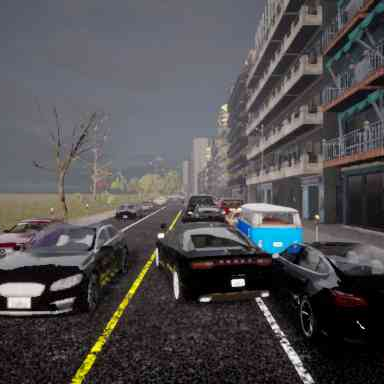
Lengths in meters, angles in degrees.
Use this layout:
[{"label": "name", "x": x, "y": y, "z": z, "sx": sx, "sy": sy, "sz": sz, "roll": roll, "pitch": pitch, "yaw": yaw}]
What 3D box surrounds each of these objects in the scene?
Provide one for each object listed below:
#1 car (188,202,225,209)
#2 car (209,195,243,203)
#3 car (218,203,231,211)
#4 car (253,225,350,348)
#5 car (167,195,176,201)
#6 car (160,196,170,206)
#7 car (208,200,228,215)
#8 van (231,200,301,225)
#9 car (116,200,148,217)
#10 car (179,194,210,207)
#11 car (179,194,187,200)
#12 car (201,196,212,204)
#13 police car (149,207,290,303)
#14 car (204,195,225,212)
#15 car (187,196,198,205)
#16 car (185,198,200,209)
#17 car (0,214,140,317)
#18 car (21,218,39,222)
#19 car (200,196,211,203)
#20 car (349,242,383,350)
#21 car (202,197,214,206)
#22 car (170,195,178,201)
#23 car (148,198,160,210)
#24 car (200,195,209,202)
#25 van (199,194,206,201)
[{"label": "car", "x": 0.862, "y": 1.509, "z": 18.631, "sx": 1.837, "sy": 1.490, "sz": 4.892, "roll": 0, "pitch": 0, "yaw": 0}, {"label": "car", "x": 2.623, "y": 1.320, "z": 23.224, "sx": 2.192, "sy": 1.841, "sz": 5.009, "roll": 1, "pitch": 0, "yaw": 0}, {"label": "car", "x": 2.610, "y": 1.529, "z": 17.733, "sx": 1.752, "sy": 1.417, "sz": 4.829, "roll": 1, "pitch": 0, "yaw": 0}, {"label": "car", "x": 2.586, "y": 1.567, "z": 6.240, "sx": 1.947, "sy": 1.339, "sz": 4.313, "roll": 1, "pitch": 0, "yaw": 0}, {"label": "car", "x": -5.137, "y": 1.578, "z": 84.908, "sx": 2.008, "sy": 1.369, "sz": 4.403, "roll": 1, "pitch": 0, "yaw": 0}, {"label": "car", "x": -5.193, "y": 1.541, "z": 56.468, "sx": 1.752, "sy": 1.417, "sz": 4.829, "roll": 1, "pitch": 0, "yaw": 0}, {"label": "car", "x": 2.643, "y": 1.590, "z": 34.546, "sx": 1.802, "sy": 1.307, "sz": 4.206, "roll": 1, "pitch": 0, "yaw": 0}, {"label": "van", "x": 2.600, "y": 1.344, "z": 11.902, "sx": 1.690, "sy": 1.788, "sz": 3.998, "roll": 1, "pitch": 0, "yaw": 0}, {"label": "car", "x": -5.250, "y": 1.572, "z": 28.368, "sx": 1.947, "sy": 1.339, "sz": 4.313, "roll": 1, "pitch": 0, "yaw": 0}, {"label": "car", "x": 0.431, "y": 1.225, "z": 24.572, "sx": 2.150, "sy": 2.045, "sz": 5.566, "roll": 0, "pitch": 0, "yaw": -5}, {"label": "car", "x": -2.563, "y": 1.383, "z": 93.142, "sx": 2.097, "sy": 1.767, "sz": 4.553, "roll": 0, "pitch": 0, "yaw": 0}, {"label": "car", "x": 2.700, "y": 1.543, "z": 63.021, "sx": 1.752, "sy": 1.417, "sz": 4.829, "roll": 1, "pitch": 0, "yaw": 0}, {"label": "police car", "x": 0.225, "y": 1.427, "z": 8.486, "sx": 1.930, "sy": 1.638, "sz": 5.238, "roll": 0, "pitch": 0, "yaw": -14}, {"label": "car", "x": 2.657, "y": 1.324, "z": 40.207, "sx": 2.192, "sy": 1.841, "sz": 5.009, "roll": 1, "pitch": 0, "yaw": 0}, {"label": "car", "x": 0.121, "y": 1.542, "z": 60.247, "sx": 1.812, "sy": 1.442, "sz": 4.674, "roll": 0, "pitch": 0, "yaw": 0}, {"label": "car", "x": 0.106, "y": 1.559, "z": 46.467, "sx": 2.033, "sy": 1.411, "sz": 5.357, "roll": 0, "pitch": 0, "yaw": 1}, {"label": "car", "x": -2.734, "y": 1.493, "z": 7.725, "sx": 2.128, "sy": 1.511, "sz": 4.902, "roll": 0, "pitch": 0, "yaw": 0}, {"label": "car", "x": -5.284, "y": 1.585, "z": 11.406, "sx": 1.802, "sy": 1.307, "sz": 4.206, "roll": 1, "pitch": 0, "yaw": 0}, {"label": "car", "x": 2.711, "y": 1.570, "z": 68.511, "sx": 2.008, "sy": 1.369, "sz": 4.403, "roll": 1, "pitch": 0, "yaw": 0}, {"label": "car", "x": 2.578, "y": 1.315, "z": 0.580, "sx": 2.192, "sy": 1.841, "sz": 5.009, "roll": 1, "pitch": 0, "yaw": 0}, {"label": "car", "x": 2.689, "y": 1.541, "z": 57.360, "sx": 1.752, "sy": 1.417, "sz": 4.829, "roll": 1, "pitch": 0, "yaw": 0}, {"label": "car", "x": -5.148, "y": 1.575, "z": 79.254, "sx": 2.008, "sy": 1.369, "sz": 4.403, "roll": 1, "pitch": 0, "yaw": 0}, {"label": "car", "x": -5.227, "y": 1.591, "z": 39.676, "sx": 1.802, "sy": 1.307, "sz": 4.206, "roll": 1, "pitch": 0, "yaw": 0}, {"label": "car", "x": 2.724, "y": 1.462, "z": 74.173, "sx": 1.967, "sy": 1.590, "sz": 4.097, "roll": 1, "pitch": 0, "yaw": 0}, {"label": "van", "x": 2.747, "y": 1.369, "z": 85.495, "sx": 1.690, "sy": 1.788, "sz": 3.998, "roll": 1, "pitch": 0, "yaw": 0}]
